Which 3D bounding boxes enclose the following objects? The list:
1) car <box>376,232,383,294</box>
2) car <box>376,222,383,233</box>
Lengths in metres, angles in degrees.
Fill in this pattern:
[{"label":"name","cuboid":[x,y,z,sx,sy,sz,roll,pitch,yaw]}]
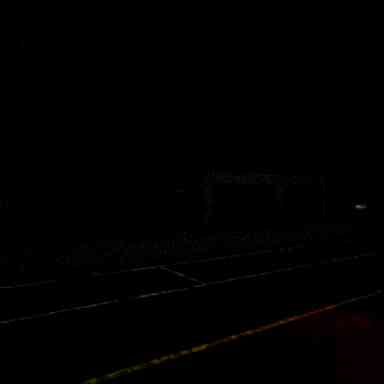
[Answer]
[{"label":"car","cuboid":[5.752,1.574,6.860,4.674,1.442,1.812,0,-1,-34]},{"label":"car","cuboid":[11.166,1.706,17.047,4.206,1.307,1.802,0,-1,-34]}]
